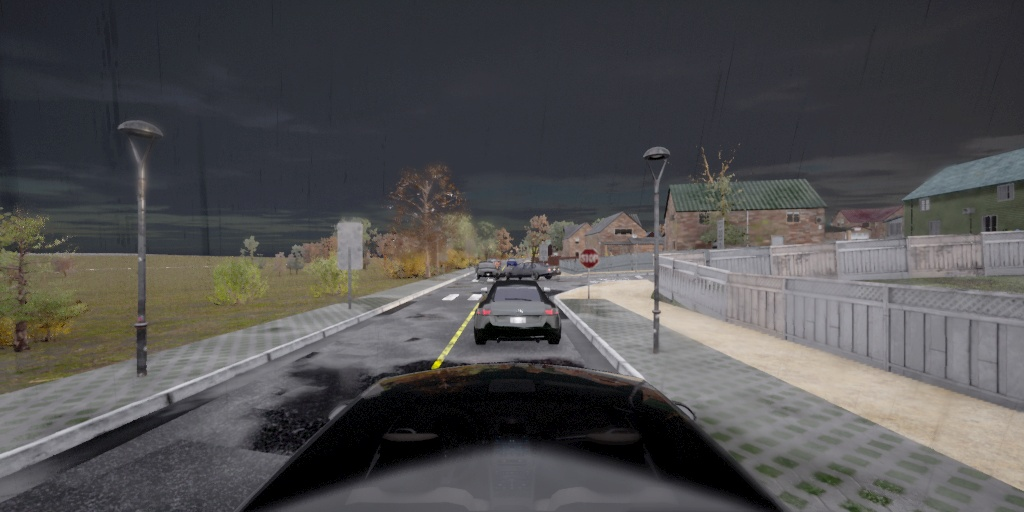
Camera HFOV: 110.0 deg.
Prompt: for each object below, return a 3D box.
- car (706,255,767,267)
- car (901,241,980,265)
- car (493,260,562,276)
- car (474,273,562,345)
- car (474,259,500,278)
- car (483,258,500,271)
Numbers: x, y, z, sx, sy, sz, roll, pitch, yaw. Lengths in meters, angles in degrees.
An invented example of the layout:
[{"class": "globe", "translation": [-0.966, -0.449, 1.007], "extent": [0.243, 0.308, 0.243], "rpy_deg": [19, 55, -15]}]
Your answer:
[{"class": "car", "translation": [14.382, 0.413, 22.911], "extent": [4.181, 1.385, 1.994], "rpy_deg": [-3, 0, 16]}, {"class": "car", "translation": [23.883, -0.209, 20.492], "extent": [4.902, 1.511, 2.128], "rpy_deg": [-3, 0, 14]}, {"class": "car", "translation": [1.330, 1.197, 28.532], "extent": [5.357, 1.411, 2.033], "rpy_deg": [-4, -3, 43]}, {"class": "car", "translation": [0.100, 1.313, 9.517], "extent": [1.994, 1.385, 4.181], "rpy_deg": [0, 0, -1]}, {"class": "car", "translation": [-2.258, 1.257, 31.442], "extent": [1.837, 1.490, 4.892], "rpy_deg": [0, 0, -8]}, {"class": "car", "translation": [-2.860, 1.120, 51.260], "extent": [2.097, 1.767, 4.553], "rpy_deg": [0, 0, 1]}]
